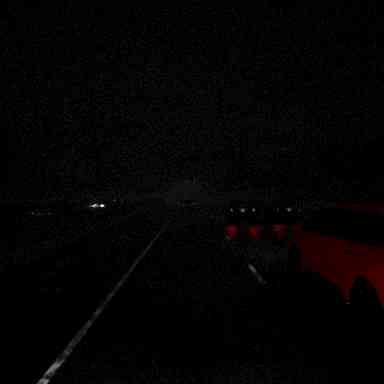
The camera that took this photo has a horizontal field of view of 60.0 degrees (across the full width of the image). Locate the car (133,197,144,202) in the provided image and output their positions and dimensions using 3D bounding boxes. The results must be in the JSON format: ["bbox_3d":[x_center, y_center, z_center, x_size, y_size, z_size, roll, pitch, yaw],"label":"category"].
[{"bbox_3d":[-10.521,1.789,66.566,1.812,1.442,4.674,0,0,0],"label":"car"}]

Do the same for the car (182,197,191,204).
[{"bbox_3d":[-1.066,1.840,71.258,1.812,1.442,4.674,0,-1,0],"label":"car"}]

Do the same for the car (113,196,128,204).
[{"bbox_3d":[-14.024,1.607,65.360,2.097,1.767,4.553,0,-1,0],"label":"car"}]

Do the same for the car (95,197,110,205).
[{"bbox_3d":[-17.519,1.753,65.300,1.837,1.490,4.892,0,0,0],"label":"car"}]

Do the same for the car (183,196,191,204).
[{"bbox_3d":[-1.067,1.838,77.452,1.801,1.575,5.366,0,-1,0],"label":"car"}]

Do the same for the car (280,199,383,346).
[{"bbox_3d":[3.599,1.209,6.469,2.150,2.045,5.566,0,0,0],"label":"car"}]

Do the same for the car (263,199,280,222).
[{"bbox_3d":[7.095,1.363,26.421,2.097,1.767,4.553,0,0,0],"label":"car"}]

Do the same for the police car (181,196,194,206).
[{"bbox_3d":[-1.063,1.646,61.361,1.930,1.638,5.238,0,-1,0],"label":"police car"}]

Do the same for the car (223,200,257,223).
[{"bbox_3d":[3.595,1.360,25.642,2.097,1.767,4.553,0,0,0],"label":"car"}]

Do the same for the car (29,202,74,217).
[{"bbox_3d":[-10.603,1.498,25.487,2.128,1.511,4.902,0,0,0],"label":"car"}]

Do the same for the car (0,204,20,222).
[{"bbox_3d":[-14.103,1.564,23.598,1.994,1.385,4.181,0,0,0],"label":"car"}]
